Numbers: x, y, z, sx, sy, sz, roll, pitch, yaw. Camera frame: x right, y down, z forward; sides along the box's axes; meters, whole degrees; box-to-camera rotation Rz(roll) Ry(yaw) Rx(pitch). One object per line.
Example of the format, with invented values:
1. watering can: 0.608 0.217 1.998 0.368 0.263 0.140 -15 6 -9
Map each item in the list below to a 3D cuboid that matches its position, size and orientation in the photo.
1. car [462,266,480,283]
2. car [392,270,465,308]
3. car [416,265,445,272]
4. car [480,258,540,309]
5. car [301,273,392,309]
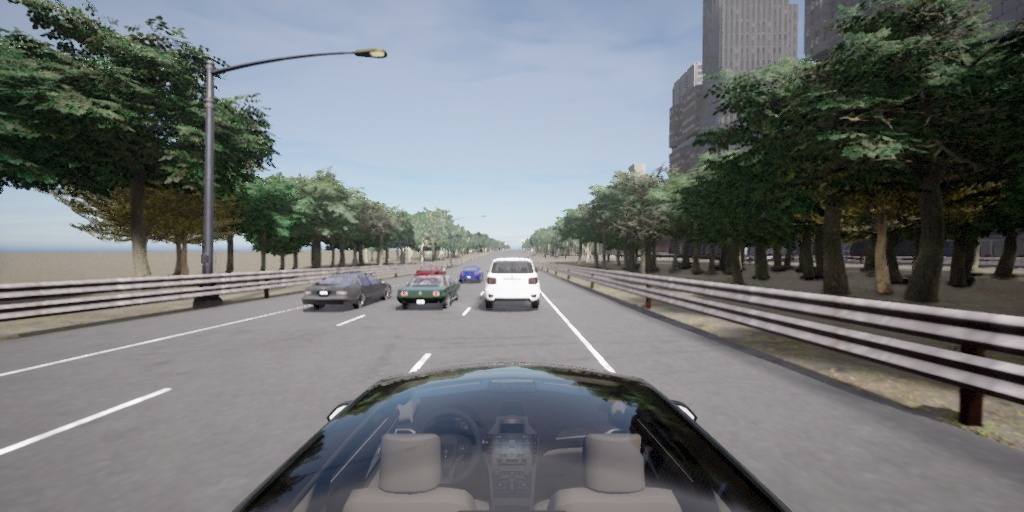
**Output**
1. car: -3.473 1.555 31.234 1.812 1.442 4.674 0 0 0
2. car: -3.488 1.493 15.946 1.895 1.301 4.718 0 -1 0
3. car: -6.972 1.508 31.336 1.882 1.535 5.008 0 0 0
4. car: 0.012 1.108 15.880 2.150 2.045 5.566 0 0 0
5. car: -6.989 1.438 15.826 2.033 1.411 5.357 0 -1 0
